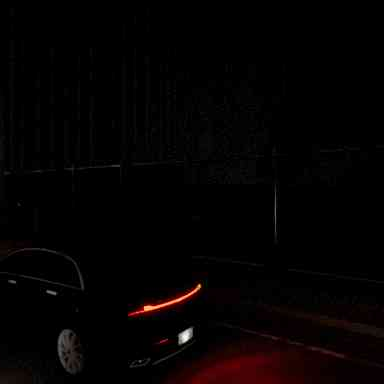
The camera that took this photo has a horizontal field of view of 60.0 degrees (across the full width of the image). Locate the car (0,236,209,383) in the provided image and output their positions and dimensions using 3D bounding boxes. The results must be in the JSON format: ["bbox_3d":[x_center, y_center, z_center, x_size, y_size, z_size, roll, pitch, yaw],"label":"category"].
[{"bbox_3d":[-2.041,1.505,5.474,4.892,1.490,1.837,0,0,36],"label":"car"}]
